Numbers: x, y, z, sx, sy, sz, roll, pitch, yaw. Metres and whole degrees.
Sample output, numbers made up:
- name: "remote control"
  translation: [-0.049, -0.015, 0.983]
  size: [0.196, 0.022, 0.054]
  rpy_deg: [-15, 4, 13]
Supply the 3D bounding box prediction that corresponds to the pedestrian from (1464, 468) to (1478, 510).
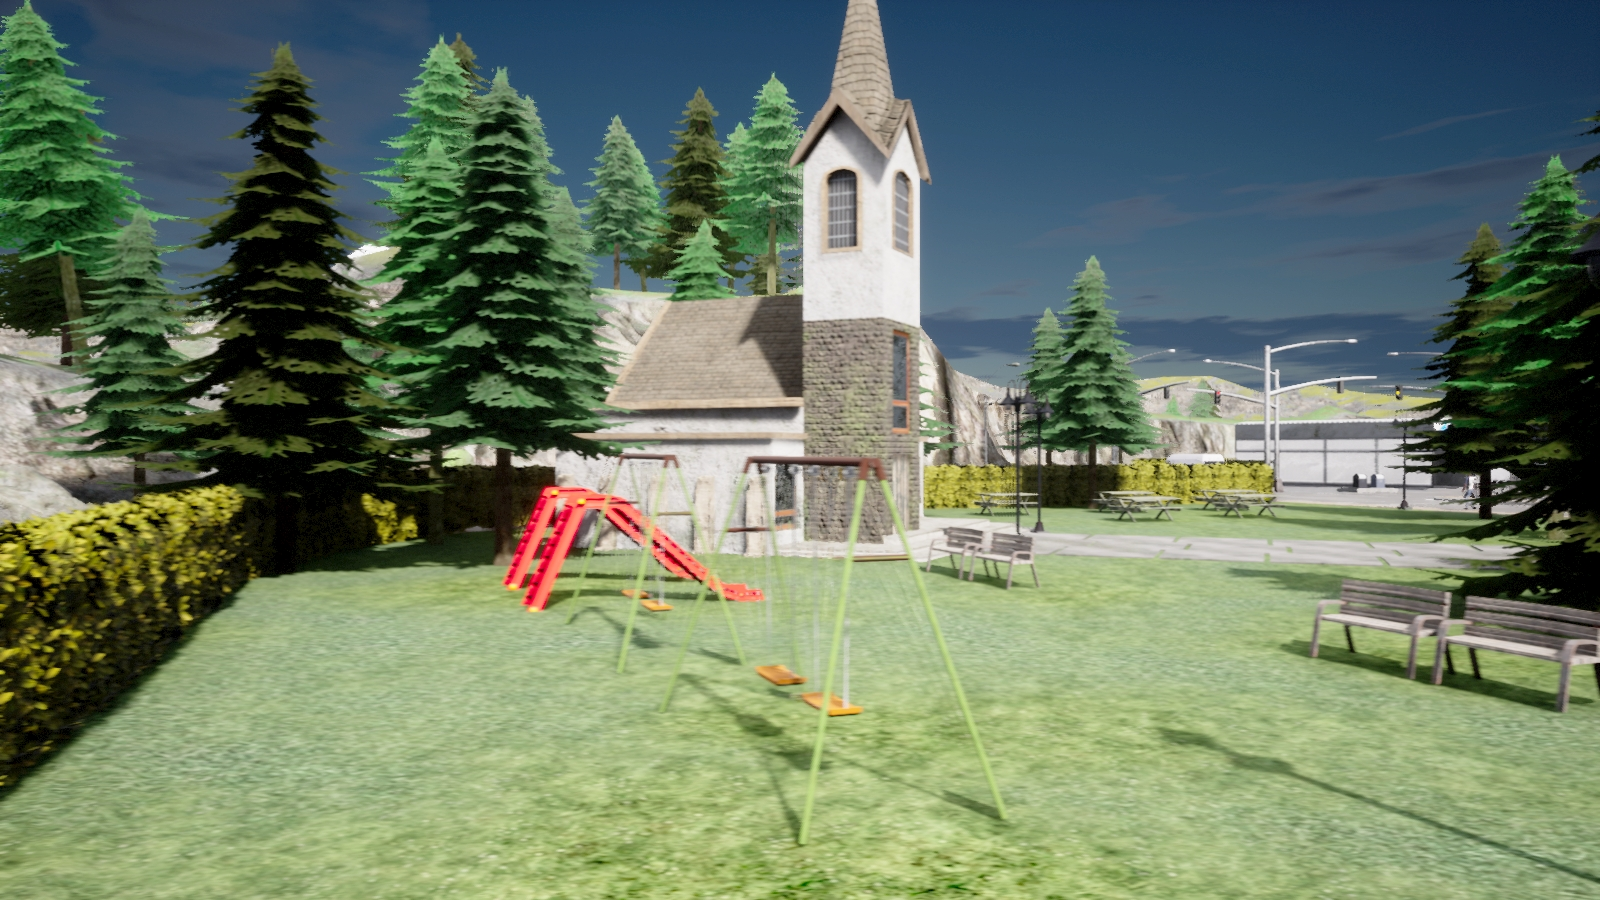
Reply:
- name: "pedestrian"
  translation: [29.384, 1.701, 50.055]
  size: [0.375, 1.860, 0.375]
  rpy_deg: [0, 0, -24]
